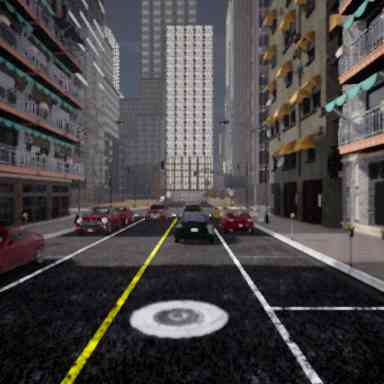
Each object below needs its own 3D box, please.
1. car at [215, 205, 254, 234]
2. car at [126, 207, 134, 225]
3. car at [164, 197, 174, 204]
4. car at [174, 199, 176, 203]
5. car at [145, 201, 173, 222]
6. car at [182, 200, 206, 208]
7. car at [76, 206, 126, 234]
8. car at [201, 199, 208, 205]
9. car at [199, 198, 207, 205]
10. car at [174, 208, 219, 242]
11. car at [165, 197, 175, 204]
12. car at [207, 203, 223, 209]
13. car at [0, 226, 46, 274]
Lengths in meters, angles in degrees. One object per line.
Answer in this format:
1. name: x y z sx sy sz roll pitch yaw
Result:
1. car: 2.691 1.746 20.599 1.887 1.381 4.507 -1 -1 0
2. car: -5.688 1.799 26.140 1.887 1.381 4.507 -1 -1 0
3. car: -5.666 2.281 75.174 1.887 1.381 4.507 -1 -1 0
4. car: -5.666 2.106 80.736 2.192 1.841 5.009 -1 -1 0
5. car: -3.024 1.814 29.694 1.812 1.442 4.674 0 -1 1
6. car: 0.090 1.811 31.466 1.837 1.490 4.892 0 -1 -1
7. car: -5.691 1.640 20.617 1.967 1.590 4.097 -1 -1 0
8. car: 2.712 2.177 75.170 1.967 1.590 4.097 -1 -1 0
9. car: 2.716 2.319 80.899 1.752 1.417 4.829 -1 -1 0
10. car: 0.108 1.732 17.295 1.994 1.385 4.181 0 -1 0
11. car: -5.664 2.162 86.295 2.192 1.841 5.009 -1 -1 0
12. car: 2.695 1.836 31.815 1.752 1.417 4.829 -1 -1 0
13. car: -5.694 1.675 9.570 1.802 1.307 4.206 -1 -1 0
